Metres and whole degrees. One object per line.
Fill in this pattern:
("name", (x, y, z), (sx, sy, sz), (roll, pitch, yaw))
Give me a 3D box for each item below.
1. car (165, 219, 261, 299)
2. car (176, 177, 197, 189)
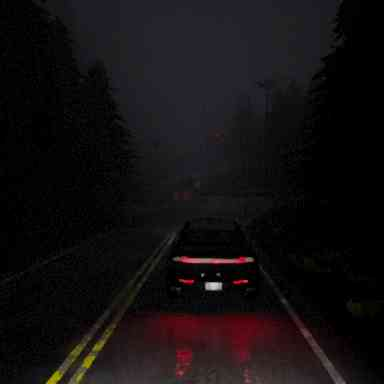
("car", (0.456, 1.399, 8.210), (2.128, 1.511, 4.902), (0, 1, 2))
("car", (-0.780, -1.355, 44.781), (1.812, 1.442, 4.674), (1, 10, 14))
